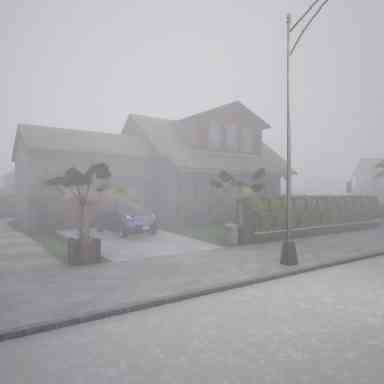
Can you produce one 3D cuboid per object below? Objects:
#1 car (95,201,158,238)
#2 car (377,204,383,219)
[{"bbox_3d":[-3.041,1.174,15.278,1.845,1.501,3.633,0,0,-38],"label":"car"},{"bbox_3d":[15.851,1.601,26.214,1.895,1.301,4.718,0,0,-35],"label":"car"}]
